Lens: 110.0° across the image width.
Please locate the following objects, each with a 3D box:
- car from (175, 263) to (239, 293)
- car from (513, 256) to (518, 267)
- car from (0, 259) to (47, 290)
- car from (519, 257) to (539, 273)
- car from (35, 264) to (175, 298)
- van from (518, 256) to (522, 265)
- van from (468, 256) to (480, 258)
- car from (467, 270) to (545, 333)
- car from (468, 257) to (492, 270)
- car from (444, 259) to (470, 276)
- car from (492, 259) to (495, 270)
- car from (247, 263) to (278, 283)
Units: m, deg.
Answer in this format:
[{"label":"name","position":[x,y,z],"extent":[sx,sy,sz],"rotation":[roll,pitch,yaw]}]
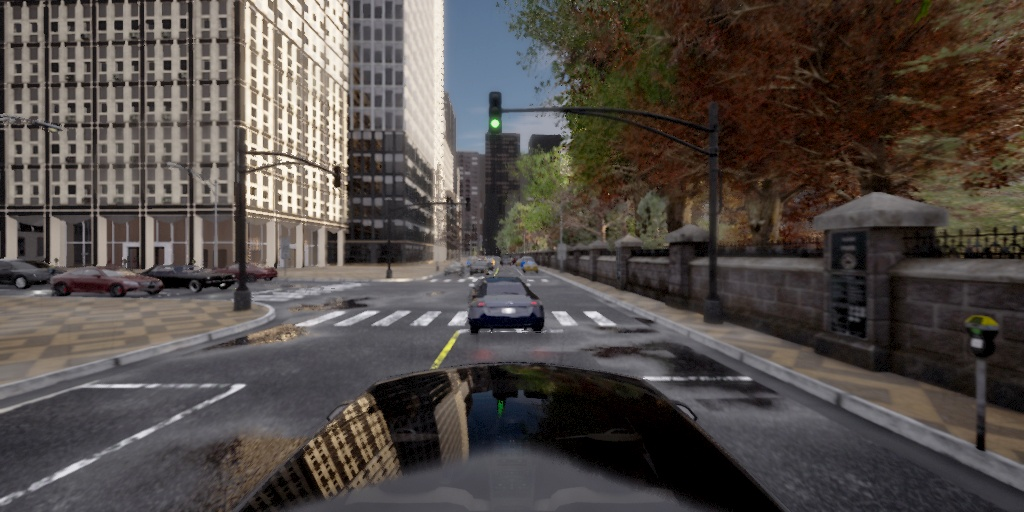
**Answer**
[{"label":"car","position":[-17.023,1.144,18.570],"extent":[4.718,1.301,1.895],"rotation":[1,0,4]},{"label":"car","position":[1.527,1.129,63.652],"extent":[1.751,1.417,4.829],"rotation":[0,0,-2]},{"label":"car","position":[-26.317,0.940,19.166],"extent":[4.892,1.490,1.837],"rotation":[1,0,3]},{"label":"car","position":[2.128,1.187,41.482],"extent":[1.751,1.417,4.829],"rotation":[0,0,-1]},{"label":"car","position":[-18.154,1.124,16.116],"extent":[4.207,1.307,1.802],"rotation":[0,0,4]},{"label":"van","position":[2.006,0.988,46.856],"extent":[1.690,1.789,3.998],"rotation":[0,0,-1]},{"label":"van","position":[-6.313,0.961,57.607],"extent":[1.690,1.789,3.998],"rotation":[0,0,-2]},{"label":"car","position":[-0.329,1.294,10.723],"extent":[1.994,1.385,4.181],"rotation":[0,0,-7]},{"label":"car","position":[-3.218,1.180,36.004],"extent":[1.837,1.490,4.892],"rotation":[0,0,-3]},{"label":"car","position":[-5.634,1.227,35.431],"extent":[2.007,1.370,4.403],"rotation":[0,0,-1]},{"label":"car","position":[-3.401,1.214,45.984],"extent":[1.994,1.385,4.181],"rotation":[0,0,-2]},{"label":"car","position":[-18.088,1.086,24.229],"extent":[4.207,1.307,1.802],"rotation":[0,0,4]}]
